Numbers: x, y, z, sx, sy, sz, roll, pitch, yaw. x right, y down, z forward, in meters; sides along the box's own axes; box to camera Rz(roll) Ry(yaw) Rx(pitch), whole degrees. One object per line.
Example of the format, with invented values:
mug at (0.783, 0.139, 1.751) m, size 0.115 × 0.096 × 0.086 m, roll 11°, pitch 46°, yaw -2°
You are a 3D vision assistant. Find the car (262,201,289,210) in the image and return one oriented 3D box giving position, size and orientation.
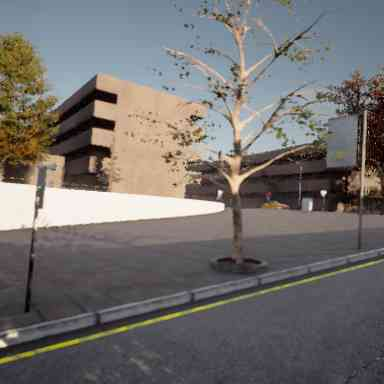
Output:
car at (12.858, 2.166, 51.159) m, size 1.882 × 1.535 × 5.008 m, roll 5°, pitch -4°, yaw -24°

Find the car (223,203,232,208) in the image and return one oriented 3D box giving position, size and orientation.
car at (6.070, 2.965, 65.771) m, size 2.128 × 1.511 × 4.902 m, roll 5°, pitch -6°, yaw -25°
